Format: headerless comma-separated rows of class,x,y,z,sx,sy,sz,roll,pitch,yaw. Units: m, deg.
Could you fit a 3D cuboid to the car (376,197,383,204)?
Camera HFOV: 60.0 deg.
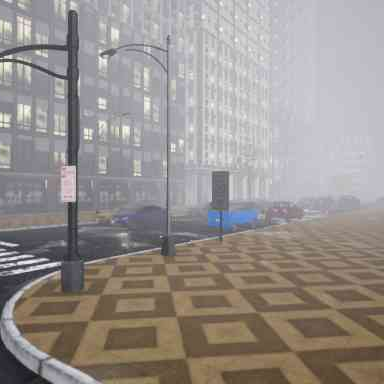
car,38.053,1.658,66.607,1.947,1.339,4.313,0,0,38

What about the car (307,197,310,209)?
car,16.080,1.460,46.745,2.097,1.767,4.553,0,0,38

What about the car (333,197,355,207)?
car,23.956,1.552,52.312,2.128,1.511,4.902,0,0,37

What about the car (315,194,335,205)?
car,25.025,1.381,62.591,2.192,1.841,5.009,0,0,38

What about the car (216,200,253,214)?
car,4.678,1.571,36.125,1.887,1.381,4.507,0,0,38

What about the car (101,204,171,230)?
car,-3.306,1.543,21.692,1.812,1.442,4.674,0,0,38

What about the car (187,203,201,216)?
car,1.287,1.604,31.714,1.802,1.307,4.206,0,0,38

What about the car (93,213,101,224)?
car,-4.816,1.540,23.987,1.752,1.417,4.829,0,0,38

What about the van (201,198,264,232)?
van,2.576,1.368,20.278,1.690,1.788,3.998,0,0,38

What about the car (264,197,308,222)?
car,7.534,1.472,26.910,1.967,1.590,4.097,0,0,38

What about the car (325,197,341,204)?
car,28.416,1.625,67.001,2.008,1.369,4.403,0,0,38

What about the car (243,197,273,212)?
car,8.069,1.471,40.536,1.967,1.590,4.097,0,0,38

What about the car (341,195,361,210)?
car,21.098,1.369,44.554,2.192,1.841,5.009,0,0,38

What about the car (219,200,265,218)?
car,4.974,1.575,32.454,2.033,1.411,5.357,0,0,38

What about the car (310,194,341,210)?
car,17.907,1.400,44.449,2.097,1.767,4.553,0,0,38
